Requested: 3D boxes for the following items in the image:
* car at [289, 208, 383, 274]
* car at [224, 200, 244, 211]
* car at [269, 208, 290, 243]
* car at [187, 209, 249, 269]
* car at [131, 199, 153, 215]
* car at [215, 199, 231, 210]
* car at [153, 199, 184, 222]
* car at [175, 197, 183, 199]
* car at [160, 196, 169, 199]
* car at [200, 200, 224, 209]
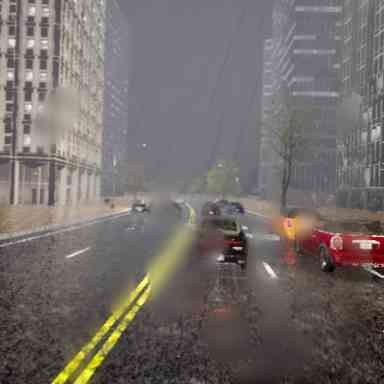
[{"bbox_3d":[5.086,1.569,11.571,2.097,1.767,4.553,2,0,4],"label":"car"},{"bbox_3d":[5.049,1.853,39.380,1.812,1.442,4.674,2,0,0],"label":"car"},{"bbox_3d":[5.456,1.605,17.655,2.097,1.767,4.553,2,0,3],"label":"car"},{"bbox_3d":[0.906,1.579,11.597,1.837,1.490,4.892,2,0,4],"label":"car"},{"bbox_3d":[-4.913,1.454,33.751,2.128,1.511,4.902,2,0,0],"label":"car"},{"bbox_3d":[4.809,1.898,51.459,1.812,1.442,4.674,2,0,-2],"label":"car"},{"bbox_3d":[-1.774,1.570,27.614,1.812,1.442,4.674,2,0,1],"label":"car"},{"bbox_3d":[-2.662,1.788,68.674,1.895,1.301,4.718,2,0,-2],"label":"car"},{"bbox_3d":[-6.112,1.517,75.142,2.033,1.411,5.357,2,0,-2],"label":"car"},{"bbox_3d":[1.760,1.709,31.995,1.812,1.442,4.674,2,0,1],"label":"car"}]
